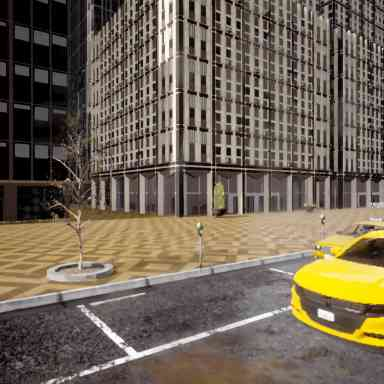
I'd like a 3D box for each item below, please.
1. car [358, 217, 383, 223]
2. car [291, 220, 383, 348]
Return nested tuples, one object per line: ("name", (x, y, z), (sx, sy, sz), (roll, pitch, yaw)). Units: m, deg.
("car", (5.799, 1.526, 10.687), (4.829, 1.417, 1.752), (0, 0, -35))
("car", (3.938, 1.478, 6.182), (5.008, 1.535, 1.882), (0, 0, -35))
